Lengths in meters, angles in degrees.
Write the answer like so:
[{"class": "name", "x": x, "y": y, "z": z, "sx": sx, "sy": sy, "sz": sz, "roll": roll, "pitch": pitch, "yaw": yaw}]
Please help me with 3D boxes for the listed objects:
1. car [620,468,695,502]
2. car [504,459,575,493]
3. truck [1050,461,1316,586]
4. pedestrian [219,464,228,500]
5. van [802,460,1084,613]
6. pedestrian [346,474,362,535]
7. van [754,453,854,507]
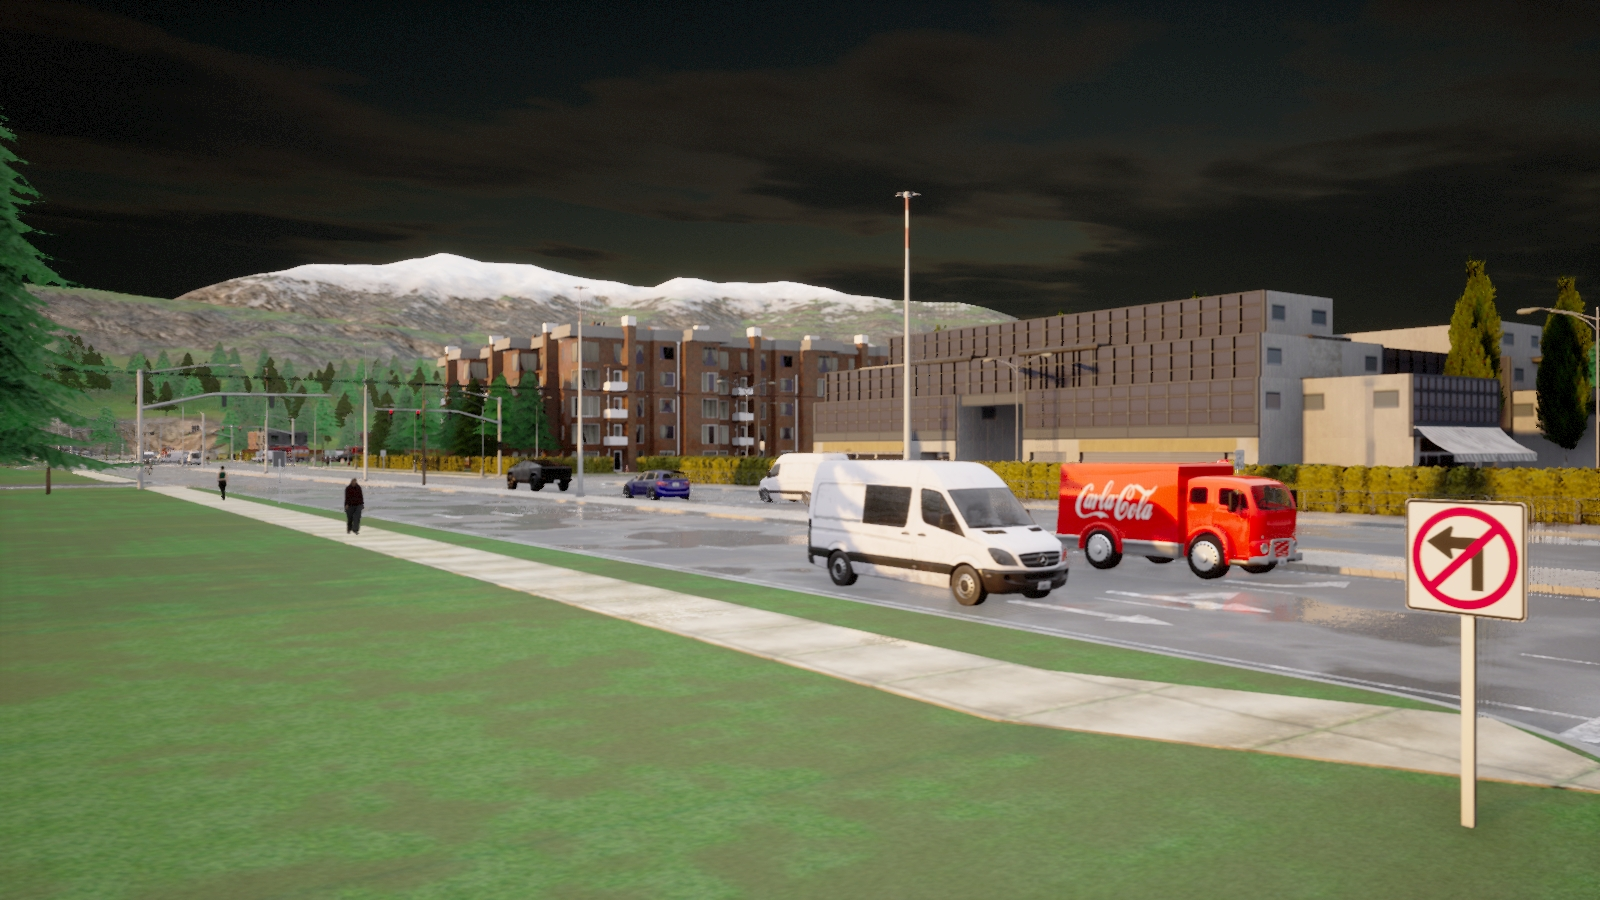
[{"class": "car", "x": -7.900, "y": 1.900, "z": 62.999, "sx": 2.242, "sy": 1.667, "sz": 4.611, "roll": 0, "pitch": 0, "yaw": -35}, {"class": "car", "x": -17.538, "y": 1.685, "z": 76.594, "sx": 2.390, "sy": 2.098, "sz": 6.274, "roll": 0, "pitch": 0, "yaw": -35}, {"class": "truck", "x": 8.594, "y": 1.516, "z": 26.086, "sx": 2.627, "sy": 2.467, "sz": 5.204, "roll": 0, "pitch": 0, "yaw": -36}, {"class": "pedestrian", "x": -29.871, "y": 1.672, "z": 59.165, "sx": 0.375, "sy": 1.860, "sz": 0.375, "roll": 0, "pitch": 0, "yaw": -35}, {"class": "van", "x": 2.583, "y": 1.498, "z": 22.453, "sx": 1.988, "sy": 2.561, "sz": 5.915, "roll": 0, "pitch": 0, "yaw": -36}, {"class": "pedestrian", "x": -13.685, "y": 1.674, "z": 35.064, "sx": 0.375, "sy": 1.860, "sz": 0.375, "roll": 0, "pitch": 0, "yaw": -35}, {"class": "van", "x": 0.122, "y": 1.458, "z": 57.714, "sx": 1.988, "sy": 2.561, "sz": 5.915, "roll": 0, "pitch": 0, "yaw": -35}]
